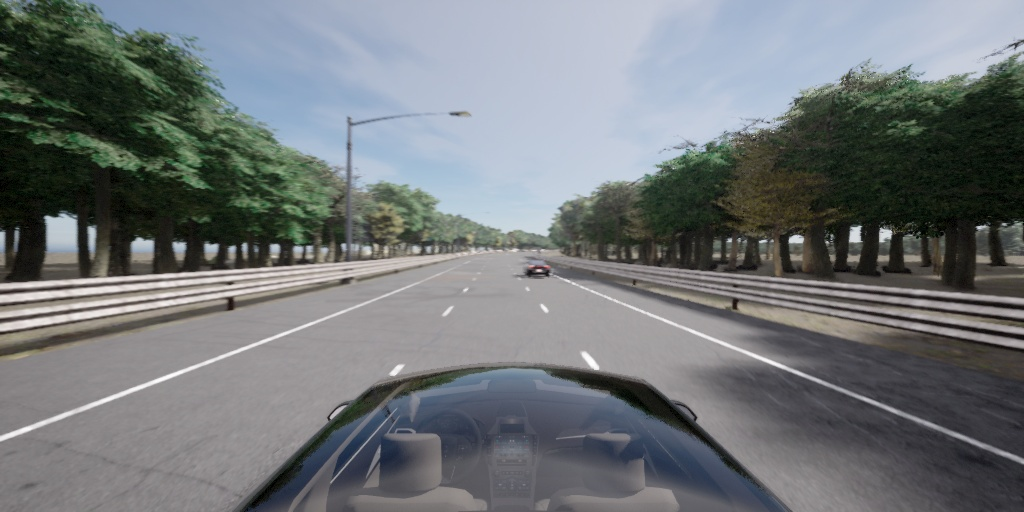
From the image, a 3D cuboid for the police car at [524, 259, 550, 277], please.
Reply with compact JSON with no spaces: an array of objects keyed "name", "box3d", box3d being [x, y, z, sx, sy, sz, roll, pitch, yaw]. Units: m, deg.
[{"name":"police car","box3d":[2.168,1.036,32.502,2.038,1.542,4.974,1,1,-2]}]
